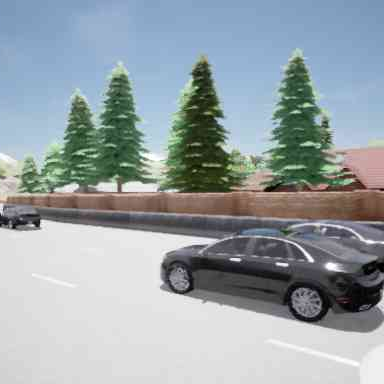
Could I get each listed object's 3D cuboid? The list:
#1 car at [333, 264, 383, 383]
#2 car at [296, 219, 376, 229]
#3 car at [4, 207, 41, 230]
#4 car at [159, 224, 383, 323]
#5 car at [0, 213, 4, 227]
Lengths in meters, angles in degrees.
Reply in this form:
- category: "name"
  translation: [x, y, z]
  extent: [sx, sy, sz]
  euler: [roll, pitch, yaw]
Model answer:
- category: "car"
  translation: [3.398, 1.525, 1.648]
  extent: [4.674, 1.442, 1.812]
  euler: [-1, -1, 35]
- category: "car"
  translation: [3.696, 1.584, 10.058]
  extent: [4.902, 1.511, 2.128]
  euler: [-1, -1, 36]
- category: "car"
  translation: [-12.694, 1.853, 24.312]
  extent: [1.837, 1.490, 4.892]
  euler: [0, -1, -45]
- category: "car"
  translation: [1.421, 1.581, 7.391]
  extent: [4.892, 1.490, 1.837]
  euler: [-1, -1, 36]
- category: "car"
  translation: [-13.813, 1.532, 20.450]
  extent: [5.566, 2.045, 2.150]
  euler: [-1, -1, 44]
